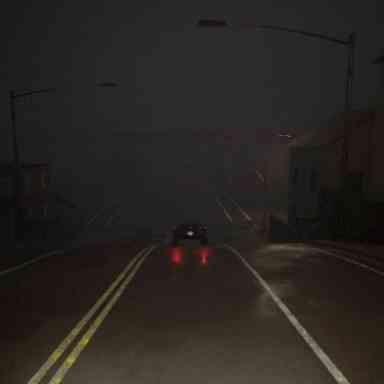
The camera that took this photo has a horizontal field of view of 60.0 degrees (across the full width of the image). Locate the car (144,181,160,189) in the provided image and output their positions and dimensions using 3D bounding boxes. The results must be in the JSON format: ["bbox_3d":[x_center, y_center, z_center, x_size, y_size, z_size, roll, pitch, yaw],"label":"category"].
[{"bbox_3d":[-8.425,-1.603,73.681,4.974,1.542,2.038,8,11,42],"label":"car"}]

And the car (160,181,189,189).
[{"bbox_3d":[-3.817,-1.610,73.737,4.974,1.542,2.038,-6,10,-37],"label":"car"}]

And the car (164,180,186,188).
[{"bbox_3d":[-3.776,-1.770,73.746,4.536,1.218,1.853,-6,10,-37],"label":"car"}]

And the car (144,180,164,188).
[{"bbox_3d":[-8.463,-1.764,73.693,4.536,1.218,1.853,8,11,42],"label":"car"}]

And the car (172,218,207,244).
[{"bbox_3d":[-0.145,2.219,18.910,1.812,1.442,4.674,0,-8,-1],"label":"car"}]

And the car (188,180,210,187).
[{"bbox_3d":[1.496,-1.888,74.573,4.536,1.218,1.853,4,9,28],"label":"car"}]

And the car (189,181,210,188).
[{"bbox_3d":[1.541,-1.728,74.572,4.974,1.542,2.038,4,9,28],"label":"car"}]

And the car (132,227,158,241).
[{"bbox_3d":[-4.026,3.785,28.803,1.837,1.490,4.892,0,-9,-2],"label":"car"}]
